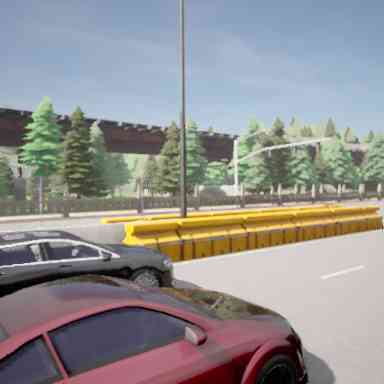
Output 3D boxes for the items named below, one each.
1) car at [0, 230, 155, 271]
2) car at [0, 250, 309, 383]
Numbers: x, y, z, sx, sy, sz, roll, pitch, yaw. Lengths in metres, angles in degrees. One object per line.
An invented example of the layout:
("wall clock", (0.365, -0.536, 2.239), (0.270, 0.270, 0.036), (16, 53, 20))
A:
("car", (-2.620, 1.474, 6.177), (4.902, 1.511, 2.128), (-1, 0, -35))
("car", (-0.801, 1.551, 3.166), (4.181, 1.385, 1.994), (-1, 1, -36))
